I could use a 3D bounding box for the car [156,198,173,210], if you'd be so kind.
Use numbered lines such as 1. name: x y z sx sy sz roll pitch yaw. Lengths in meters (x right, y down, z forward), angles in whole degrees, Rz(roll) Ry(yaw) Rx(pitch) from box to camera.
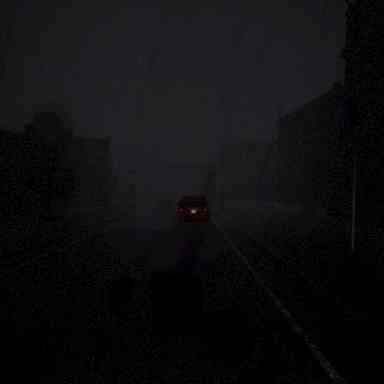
1. car: -3.588 1.491 43.443 1.882 1.535 5.008 0 0 0

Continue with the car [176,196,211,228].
1. car: 0.097 1.254 22.348 2.150 2.045 5.566 0 0 0

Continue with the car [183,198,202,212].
1. car: 0.095 1.518 39.973 2.128 1.511 4.902 0 0 0
